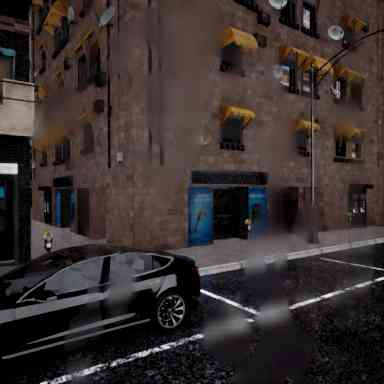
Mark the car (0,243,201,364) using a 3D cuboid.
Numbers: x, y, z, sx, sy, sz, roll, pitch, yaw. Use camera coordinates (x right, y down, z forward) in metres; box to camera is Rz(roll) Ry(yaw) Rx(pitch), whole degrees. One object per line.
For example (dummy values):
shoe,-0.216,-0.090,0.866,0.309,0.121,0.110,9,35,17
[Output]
car,-1.837,1.566,5.256,4.313,1.339,1.947,0,0,-36
